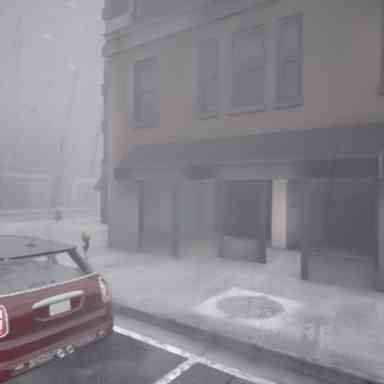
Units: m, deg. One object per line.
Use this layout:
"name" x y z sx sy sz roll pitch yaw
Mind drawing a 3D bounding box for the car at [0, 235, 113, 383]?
"car" -3.150 1.381 5.094 4.097 1.590 1.967 1 1 35
